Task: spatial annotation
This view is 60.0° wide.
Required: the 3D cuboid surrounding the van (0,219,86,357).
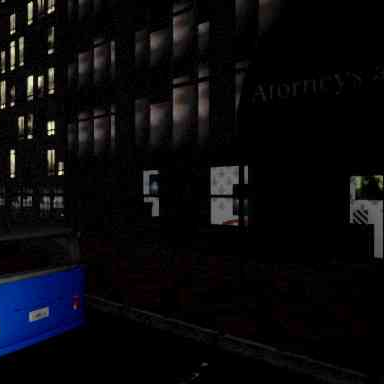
[{"bbox_3d":[-3.474,1.341,5.370,3.998,1.788,1.690,0,0,36],"label":"van"}]
